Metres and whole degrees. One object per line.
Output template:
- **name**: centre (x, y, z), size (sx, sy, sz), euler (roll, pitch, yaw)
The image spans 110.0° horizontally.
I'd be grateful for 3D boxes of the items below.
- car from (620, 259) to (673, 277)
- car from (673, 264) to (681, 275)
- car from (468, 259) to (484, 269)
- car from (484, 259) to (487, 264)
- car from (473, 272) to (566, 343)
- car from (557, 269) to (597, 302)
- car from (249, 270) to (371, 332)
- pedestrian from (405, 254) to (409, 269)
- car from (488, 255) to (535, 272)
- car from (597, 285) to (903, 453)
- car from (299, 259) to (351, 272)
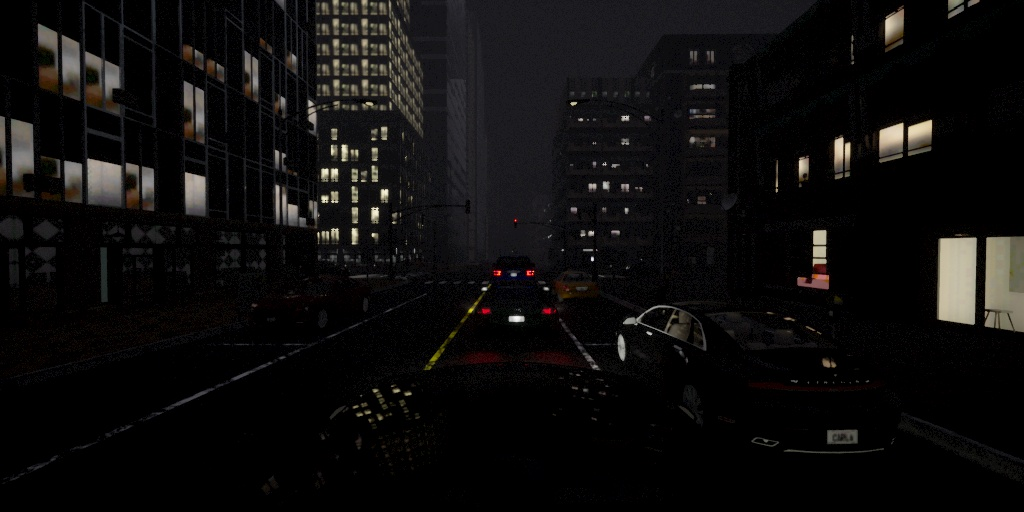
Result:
- **car**: centre (13.600, 1.195, 37.066), size (4.553, 1.767, 2.097), euler (0, 1, 0)
- **car**: centre (16.294, 1.373, 39.661), size (4.403, 1.370, 2.007), euler (0, 0, 1)
- **car**: centre (-5.710, 1.264, 54.299), size (1.751, 1.417, 4.829), euler (0, 0, 0)
- **car**: centre (-5.713, 1.304, 60.123), size (1.948, 1.339, 4.313), euler (0, 0, 0)
- **car**: centre (0.095, 1.312, 9.652), size (1.994, 1.385, 4.181), euler (0, 0, 0)
- **car**: centre (2.813, 1.271, 16.687), size (1.751, 1.417, 4.829), euler (0, 0, 0)
- **car**: centre (-5.825, 1.292, 10.927), size (1.888, 1.381, 4.507), euler (0, 0, 0)
- **pedestrian**: centre (-12.564, 0.670, 42.984), size (0.375, 1.860, 0.375), euler (0, 0, 1)
- **car**: centre (0.087, 0.967, 19.459), size (2.150, 2.045, 5.566), euler (0, 0, 0)
- **car**: centre (2.817, 1.299, 5.228), size (2.007, 1.370, 4.403), euler (0, 0, 0)
- **car**: centre (-17.870, 1.154, 34.321), size (4.674, 1.442, 1.812), euler (1, 1, 2)
